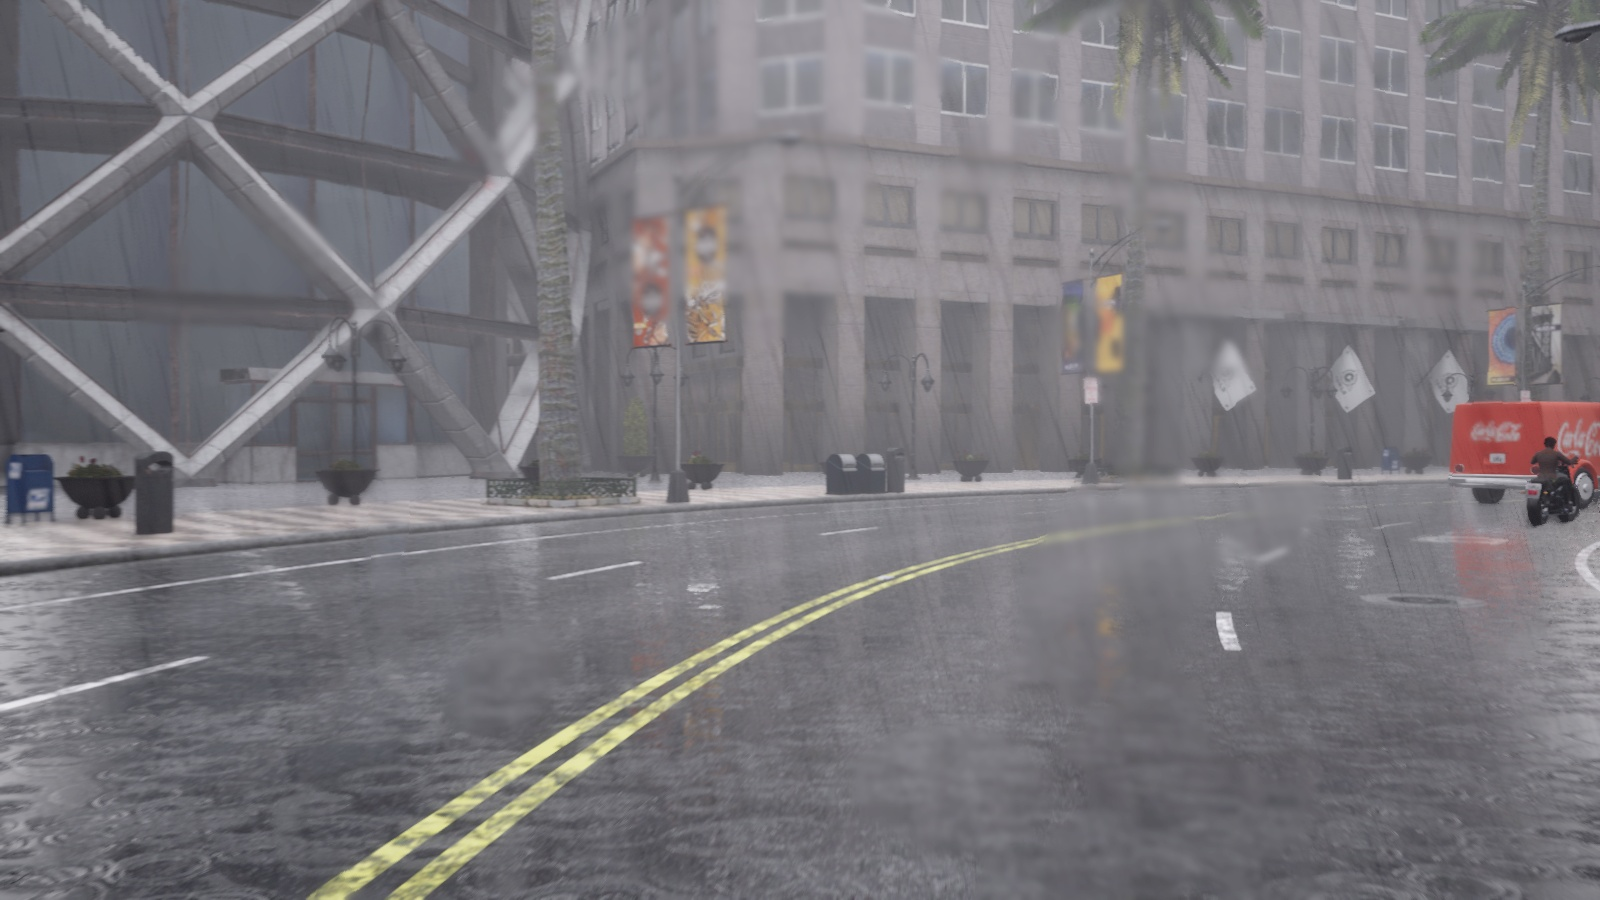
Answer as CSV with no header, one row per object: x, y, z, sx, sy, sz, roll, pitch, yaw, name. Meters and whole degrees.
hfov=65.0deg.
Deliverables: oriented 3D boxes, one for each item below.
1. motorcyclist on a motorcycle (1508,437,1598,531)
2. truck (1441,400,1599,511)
13.872,0.592,23.109,2.350,1.649,0.766,0,1,-43,motorcyclist on a motorcycle
18.390,0.118,30.383,5.204,2.467,2.627,0,0,-28,truck
